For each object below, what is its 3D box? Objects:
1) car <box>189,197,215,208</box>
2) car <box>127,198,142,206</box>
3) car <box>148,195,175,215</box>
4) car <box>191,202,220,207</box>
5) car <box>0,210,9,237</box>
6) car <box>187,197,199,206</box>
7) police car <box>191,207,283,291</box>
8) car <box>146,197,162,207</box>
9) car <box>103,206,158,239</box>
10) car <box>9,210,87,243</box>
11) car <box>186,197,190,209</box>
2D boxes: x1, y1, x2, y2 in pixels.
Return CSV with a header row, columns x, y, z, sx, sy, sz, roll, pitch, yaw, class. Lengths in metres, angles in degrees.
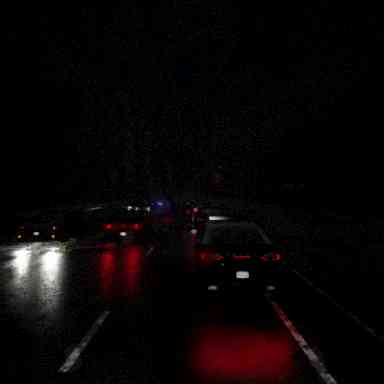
x,y,z,sx,sy,sz,roll,pitch,yaw,class
1.038,1.370,24.974,2.097,1.767,4.553,0,0,0,car
-9.694,1.717,56.860,2.033,1.411,5.357,0,0,0,car
-3.059,1.286,34.636,2.150,2.045,5.566,0,0,0,car
1.025,1.527,19.002,1.812,1.442,4.674,0,0,0,car
-9.807,1.561,15.989,1.994,1.385,4.181,0,0,0,car
0.151,1.683,60.851,2.128,1.511,4.902,0,0,0,car
1.000,1.422,9.110,1.930,1.638,5.238,0,0,0,police car
-6.439,1.662,57.209,2.128,1.511,4.902,0,0,0,car
-3.105,1.599,17.276,1.895,1.301,4.718,0,0,0,car
-6.557,1.561,15.986,1.994,1.385,4.181,0,0,0,car
0.147,1.646,46.625,1.812,1.442,4.674,0,0,1,car
